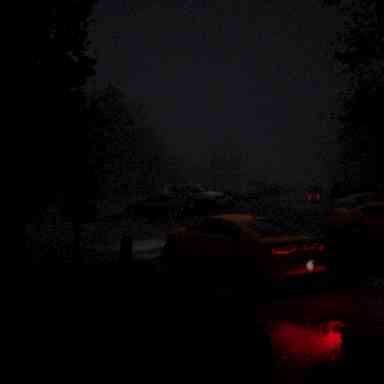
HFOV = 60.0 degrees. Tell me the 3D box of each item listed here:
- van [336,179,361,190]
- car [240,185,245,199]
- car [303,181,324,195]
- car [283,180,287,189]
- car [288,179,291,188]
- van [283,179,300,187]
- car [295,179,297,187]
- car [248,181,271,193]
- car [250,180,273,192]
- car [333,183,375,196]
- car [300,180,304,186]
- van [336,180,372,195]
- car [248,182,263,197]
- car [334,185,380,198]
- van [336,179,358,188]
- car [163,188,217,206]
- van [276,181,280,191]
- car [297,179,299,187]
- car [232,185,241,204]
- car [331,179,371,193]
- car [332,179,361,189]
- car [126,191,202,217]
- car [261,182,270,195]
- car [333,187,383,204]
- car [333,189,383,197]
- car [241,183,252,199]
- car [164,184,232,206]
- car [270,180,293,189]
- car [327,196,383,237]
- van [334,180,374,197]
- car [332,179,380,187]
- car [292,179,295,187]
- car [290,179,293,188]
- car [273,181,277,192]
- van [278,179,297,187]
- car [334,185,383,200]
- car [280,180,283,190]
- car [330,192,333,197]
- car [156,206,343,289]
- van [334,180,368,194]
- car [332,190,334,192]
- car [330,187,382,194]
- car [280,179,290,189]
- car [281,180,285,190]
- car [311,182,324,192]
[{"bbox_3d":[30.780,-1.486,65.557,4.442,1.987,1.878,1,3,23],"label":"van"},{"bbox_3d":[2.249,0.337,32.529,4.892,1.521,2.231,1,3,23],"label":"car"},{"bbox_3d":[17.732,-0.464,47.979,2.128,1.511,4.902,1,3,23],"label":"car"},{"bbox_3d":[14.246,-0.965,60.570,4.792,1.488,2.163,1,3,23],"label":"car"},{"bbox_3d":[16.466,-1.215,65.653,4.892,1.521,2.231,1,3,23],"label":"car"},{"bbox_3d":[27.286,-2.480,91.171,4.442,1.987,1.878,1,2,23],"label":"van"},{"bbox_3d":[20.807,-1.787,75.859,4.553,1.767,2.185,1,3,23],"label":"car"},{"bbox_3d":[7.703,-0.318,45.264,4.892,1.521,2.231,1,3,23],"label":"car"},{"bbox_3d":[8.832,-0.562,47.796,4.553,1.767,2.185,1,3,23],"label":"car"},{"bbox_3d":[21.896,-0.370,45.146,5.008,1.535,2.097,1,3,23],"label":"car"},{"bbox_3d":[25.237,-2.356,86.027,5.566,2.045,2.435,1,3,23],"label":"car"},{"bbox_3d":[23.089,-0.705,47.636,4.442,1.987,1.878,1,3,23],"label":"van"},{"bbox_3d":[5.402,-0.078,40.359,5.366,1.575,1.946,1,3,23],"label":"car"},{"bbox_3d":[19.736,-0.110,40.053,4.792,1.488,2.163,1,3,23],"label":"car"},{"bbox_3d":[35.147,-1.929,75.731,4.442,1.987,1.878,1,3,23],"label":"van"},{"bbox_3d":[-1.033,0.742,24.885,5.008,1.535,2.097,1,3,23],"label":"car"},{"bbox_3d":[11.097,-0.885,52.854,4.442,1.987,1.878,1,3,23],"label":"van"},{"bbox_3d":[21.925,-1.772,78.403,5.008,1.535,2.097,1,3,23],"label":"car"},{"bbox_3d":[1.320,0.471,29.910,5.366,1.575,1.946,1,3,23],"label":"car"},{"bbox_3d":[25.139,-0.954,52.779,5.566,2.045,2.435,1,3,23],"label":"car"},{"bbox_3d":[33.922,-1.845,73.243,5.566,2.045,2.435,1,3,23],"label":"car"},{"bbox_3d":[-2.159,0.906,22.352,4.792,1.488,2.163,1,3,23],"label":"car"},{"bbox_3d":[6.788,-0.197,42.648,5.366,1.575,1.946,1,3,23],"label":"car"},{"bbox_3d":[16.411,0.274,32.453,4.792,1.488,2.163,1,3,23],"label":"car"},{"bbox_3d":[9.966,0.924,17.283,4.553,1.767,2.185,1,3,23],"label":"car"},{"bbox_3d":[3.167,0.195,35.152,5.366,1.575,1.946,1,3,23],"label":"car"},{"bbox_3d":[0.080,0.356,27.411,5.566,2.045,2.435,1,3,23],"label":"car"},{"bbox_3d":[19.713,-1.676,73.310,4.553,1.767,2.185,1,3,23],"label":"car"},{"bbox_3d":[8.841,1.183,14.760,5.008,1.535,2.097,1,3,23],"label":"car"},{"bbox_3d":[20.693,-0.483,42.623,4.442,1.987,1.878,1,3,23],"label":"van"},{"bbox_3d":[15.371,0.130,29.875,5.566,2.045,2.435,1,3,23],"label":"car"},{"bbox_3d":[18.478,-1.444,70.826,5.366,1.575,1.946,1,3,23],"label":"car"},{"bbox_3d":[17.549,-1.327,68.207,4.892,1.521,2.231,1,3,23],"label":"car"},{"bbox_3d":[9.923,-0.520,50.350,4.792,1.488,2.163,1,3,23],"label":"car"},{"bbox_3d":[24.010,-2.221,83.536,4.442,1.987,1.878,1,3,23],"label":"van"},{"bbox_3d":[18.696,0.008,37.631,4.792,1.488,2.163,1,3,23],"label":"car"},{"bbox_3d":[12.058,-0.743,55.471,4.792,1.488,2.163,1,3,23],"label":"car"},{"bbox_3d":[10.954,0.949,19.743,4.792,1.488,2.163,1,3,23],"label":"car"},{"bbox_3d":[1.066,1.321,8.823,1.882,1.535,5.008,2,0,-32],"label":"car"},{"bbox_3d":[23.967,-0.819,50.272,4.442,1.987,1.878,1,3,23],"label":"van"},{"bbox_3d":[12.070,0.825,22.275,4.674,1.452,2.002,1,3,23],"label":"car"},{"bbox_3d":[12.993,0.644,24.888,5.366,1.575,1.946,1,3,23],"label":"car"},{"bbox_3d":[15.196,-1.111,63.179,5.366,1.575,1.946,1,3,23],"label":"car"},{"bbox_3d":[13.152,-0.854,58.020,4.792,1.488,2.163,1,3,23],"label":"car"},{"bbox_3d":[21.790,-0.890,57.434,1.882,1.535,5.008,1,3,23],"label":"car"}]
